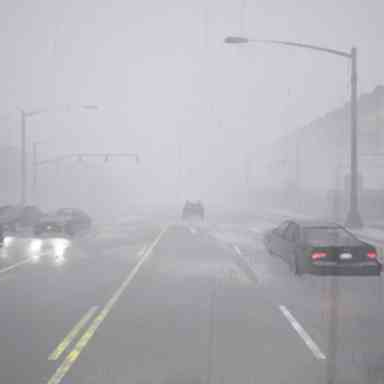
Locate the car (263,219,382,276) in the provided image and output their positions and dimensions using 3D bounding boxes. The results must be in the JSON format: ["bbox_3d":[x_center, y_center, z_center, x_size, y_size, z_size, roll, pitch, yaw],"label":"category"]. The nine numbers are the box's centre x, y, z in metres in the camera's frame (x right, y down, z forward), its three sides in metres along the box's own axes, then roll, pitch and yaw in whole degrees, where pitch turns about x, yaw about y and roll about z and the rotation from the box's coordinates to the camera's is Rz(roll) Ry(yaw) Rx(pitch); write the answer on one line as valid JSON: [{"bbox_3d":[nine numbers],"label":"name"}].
[{"bbox_3d":[3.598,1.548,10.276,2.033,1.411,5.357,0,0,0],"label":"car"}]

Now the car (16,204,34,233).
[{"bbox_3d":[-10.502,1.514,19.846,1.837,1.490,4.892,0,0,0],"label":"car"}]

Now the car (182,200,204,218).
[{"bbox_3d":[0.108,1.490,30.237,2.128,1.511,4.902,0,0,-1],"label":"car"}]

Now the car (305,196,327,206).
[{"bbox_3d":[19.483,1.300,49.005,1.853,1.218,4.536,0,0,-36],"label":"car"}]

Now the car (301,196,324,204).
[{"bbox_3d":[19.477,1.300,53.692,1.853,1.218,4.536,0,0,44],"label":"car"}]

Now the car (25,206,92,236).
[{"bbox_3d":[-7.027,1.564,18.387,1.994,1.385,4.181,0,0,1],"label":"car"}]

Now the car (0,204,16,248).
[{"bbox_3d":[-7.085,1.221,8.410,2.150,2.045,5.566,0,0,0],"label":"car"}]
